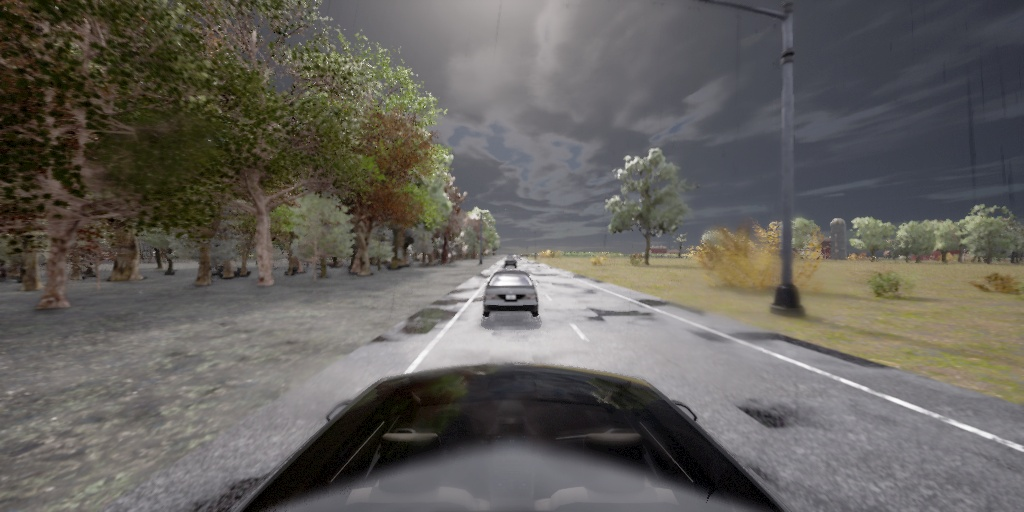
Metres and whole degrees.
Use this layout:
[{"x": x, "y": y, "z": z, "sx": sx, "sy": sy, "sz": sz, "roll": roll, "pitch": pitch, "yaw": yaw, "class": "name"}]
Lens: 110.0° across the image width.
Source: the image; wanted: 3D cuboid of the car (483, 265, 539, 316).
[{"x": -0.042, "y": 1.244, "z": 13.089, "sx": 2.033, "sy": 1.411, "sz": 5.357, "roll": 0, "pitch": 0, "yaw": 0, "class": "car"}]

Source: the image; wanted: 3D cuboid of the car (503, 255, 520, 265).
[{"x": -0.218, "y": 0.992, "z": 53.457, "sx": 1.837, "sy": 1.490, "sz": 4.892, "roll": 0, "pitch": 0, "yaw": 0, "class": "car"}]
